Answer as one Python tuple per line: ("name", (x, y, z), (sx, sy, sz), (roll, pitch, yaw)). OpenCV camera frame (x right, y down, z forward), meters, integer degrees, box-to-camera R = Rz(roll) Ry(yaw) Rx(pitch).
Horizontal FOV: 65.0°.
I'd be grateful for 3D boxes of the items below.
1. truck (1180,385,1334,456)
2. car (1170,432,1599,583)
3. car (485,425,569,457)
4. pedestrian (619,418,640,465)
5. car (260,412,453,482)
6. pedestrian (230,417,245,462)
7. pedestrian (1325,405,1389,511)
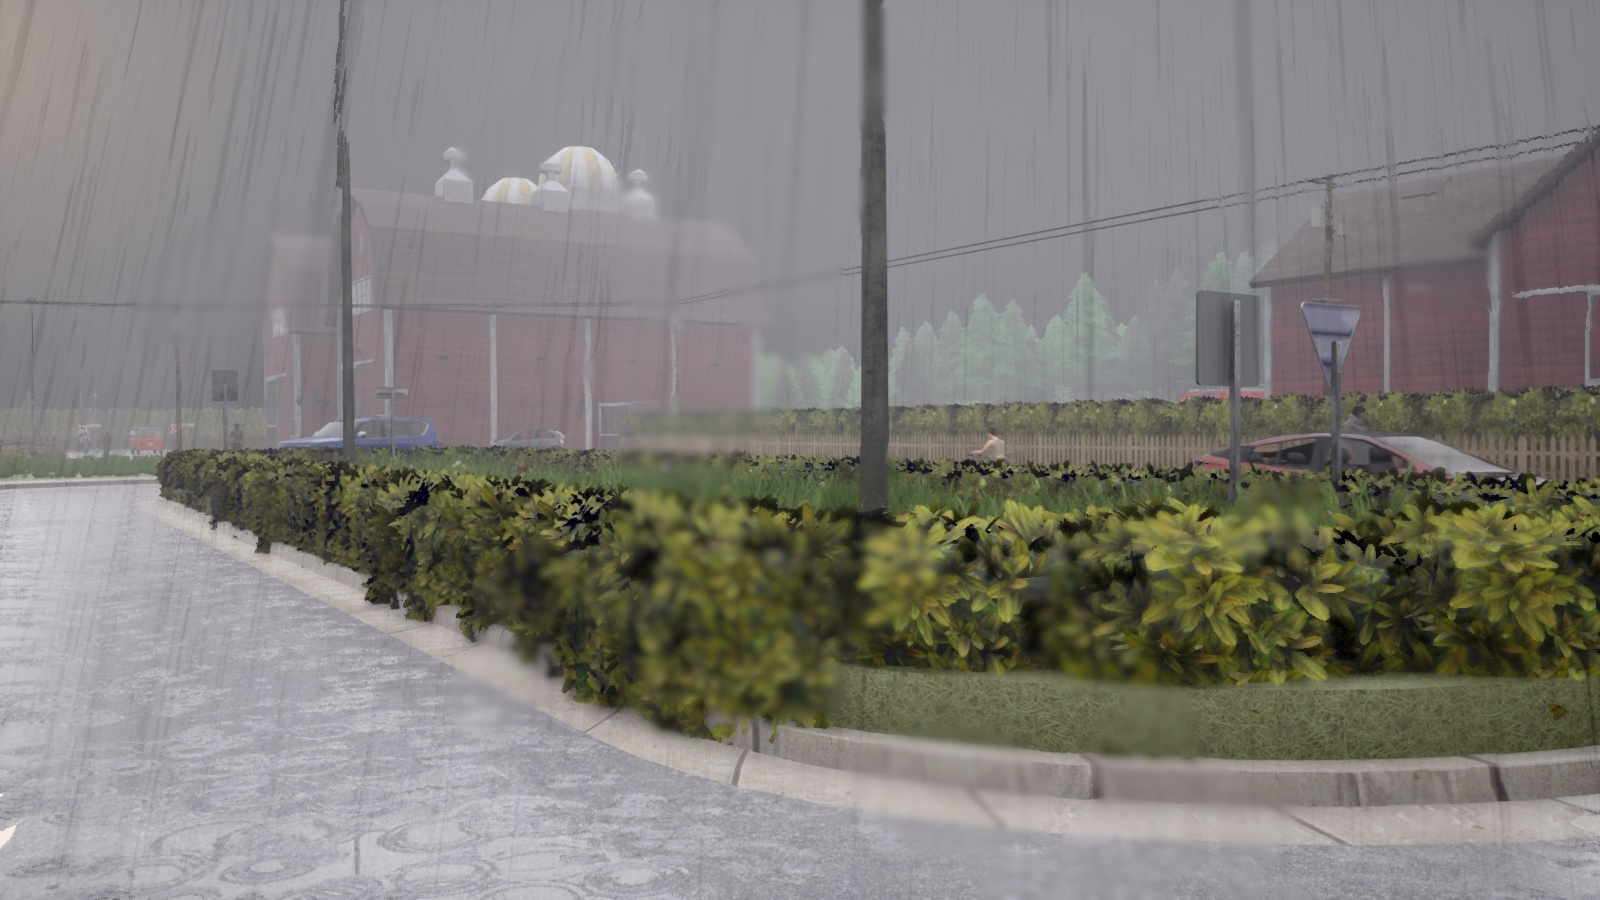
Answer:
("truck", (25.610, -1.613, 70.310), (8.468, 3.827, 2.891), (0, 1, -25))
("car", (6.956, 0.551, 15.214), (2.007, 1.525, 4.514), (0, 1, -33))
("car", (-13.960, -0.451, 64.444), (3.988, 1.617, 1.851), (0, 1, -4))
("pedestrian", (-6.763, -0.342, 49.855), (0.540, 1.848, 0.694), (-1, 1, -42))
("car", (-13.887, -0.139, 39.705), (2.150, 2.045, 5.566), (1, 1, 33))
("pedestrian", (-22.756, -0.421, 50.765), (0.328, 1.805, 0.869), (-1, 1, -39))
("pedestrian", (10.441, 0.137, 23.550), (0.659, 1.952, 0.873), (0, 1, -36))
